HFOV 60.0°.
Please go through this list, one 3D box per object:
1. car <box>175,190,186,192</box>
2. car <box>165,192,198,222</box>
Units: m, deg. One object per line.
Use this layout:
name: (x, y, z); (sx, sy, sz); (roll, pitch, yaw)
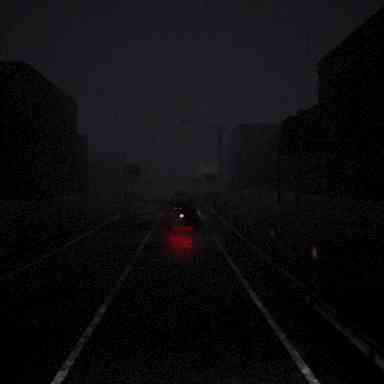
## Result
car: (-1.359, 0.483, 39.600); (1.994, 1.385, 4.181); (0, 2, -2)
car: (-0.696, 1.051, 22.100); (1.837, 1.490, 4.892); (0, 2, -2)
